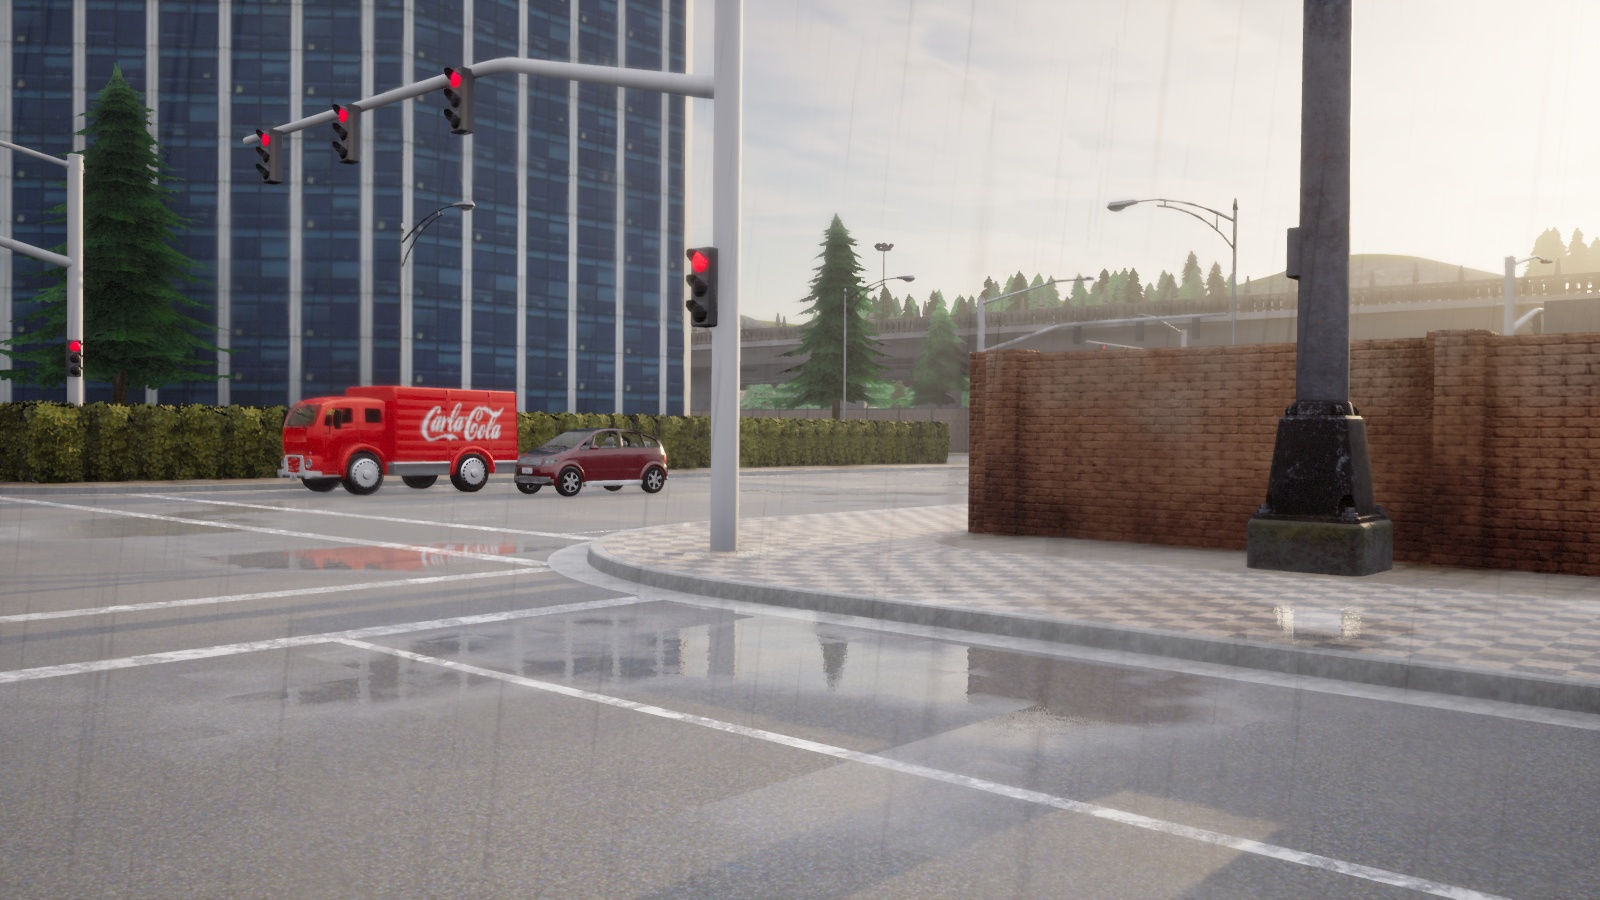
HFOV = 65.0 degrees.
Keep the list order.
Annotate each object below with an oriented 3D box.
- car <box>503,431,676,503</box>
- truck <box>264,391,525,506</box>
[{"bbox_3d":[-4.882,0.352,29.483,1.789,1.549,3.705,0,1,41],"label":"car"},{"bbox_3d":[-9.437,-0.074,29.588,2.627,2.467,5.204,0,1,41],"label":"truck"}]
